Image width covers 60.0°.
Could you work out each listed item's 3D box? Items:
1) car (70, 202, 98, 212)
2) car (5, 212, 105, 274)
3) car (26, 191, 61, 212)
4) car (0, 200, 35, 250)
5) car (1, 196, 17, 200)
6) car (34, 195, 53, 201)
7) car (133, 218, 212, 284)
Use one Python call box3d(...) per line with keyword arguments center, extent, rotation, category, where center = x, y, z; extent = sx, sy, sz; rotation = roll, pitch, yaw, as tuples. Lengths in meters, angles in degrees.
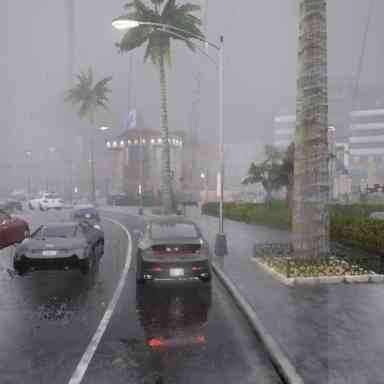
box3d(center=(-8.386, 1.519, 25.868), extent=(1.812, 1.442, 4.674), rotation=(0, 0, -24), category="car")
box3d(center=(-3.992, 1.561, 10.636), extent=(1.994, 1.385, 4.181), rotation=(0, 0, -8), category="car")
box3d(center=(-17.465, 1.206, 39.333), extent=(2.150, 2.045, 5.566), rotation=(0, 0, -44), category="car")
box3d(center=(-7.829, 1.346, 12.513), extent=(2.097, 1.767, 4.553), rotation=(0, 0, -9), category="car")
box3d(center=(-20.938, 1.487, 37.764), extent=(4.892, 1.490, 1.837), rotation=(0, -1, 45), category="car")
box3d(center=(-35.192, 1.375, 78.806), extent=(4.193, 1.474, 1.816), rotation=(0, 0, 21), category="car")
box3d(center=(-0.632, 1.504, 9.664), extent=(1.837, 1.490, 4.892), rotation=(0, 0, -7), category="car")
